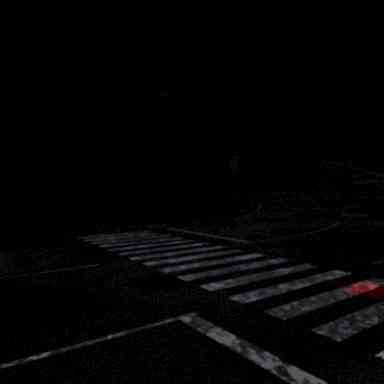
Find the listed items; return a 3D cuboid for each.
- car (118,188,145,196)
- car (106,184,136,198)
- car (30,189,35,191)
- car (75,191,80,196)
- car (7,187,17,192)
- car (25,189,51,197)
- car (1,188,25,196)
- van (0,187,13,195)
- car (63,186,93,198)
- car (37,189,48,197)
[{"bbox_3d":[-9.222,0.009,53.474,2.231,1.521,4.892,-2,2,16],"label":"car"},{"bbox_3d":[-11.646,-0.197,55.180,2.435,2.045,5.566,-2,2,16],"label":"car"},{"bbox_3d":[-30.655,0.212,69.507,2.231,1.521,4.892,-1,2,18],"label":"car"},{"bbox_3d":[-18.855,0.185,60.320,1.946,1.575,5.366,-1,2,17],"label":"car"},{"bbox_3d":[-39.971,0.084,76.881,2.097,1.535,5.008,0,3,19],"label":"car"},{"bbox_3d":[-32.988,0.185,71.344,2.097,1.535,5.008,0,3,18],"label":"car"},{"bbox_3d":[-42.300,0.051,78.737,2.097,1.535,5.008,-1,3,19],"label":"car"},{"bbox_3d":[-46.935,-0.239,82.371,1.878,1.987,4.442,0,3,19],"label":"van"},{"bbox_3d":[-21.199,-0.044,62.307,2.435,2.045,5.566,-2,2,17],"label":"car"},{"bbox_3d":[-28.306,-0.024,67.653,2.435,2.045,5.566,-1,2,17],"label":"car"}]
